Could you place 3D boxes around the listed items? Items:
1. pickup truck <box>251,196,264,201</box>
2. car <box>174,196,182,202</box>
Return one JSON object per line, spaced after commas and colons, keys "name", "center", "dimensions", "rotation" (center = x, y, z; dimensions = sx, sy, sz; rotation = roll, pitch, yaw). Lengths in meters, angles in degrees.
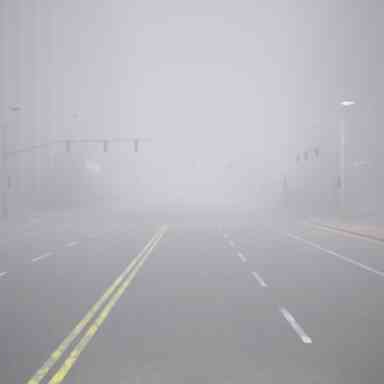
{"name": "pickup truck", "center": [16.610, 1.251, 82.032], "dimensions": [2.390, 2.098, 6.274], "rotation": [0, 0, 31]}
{"name": "car", "center": [-3.512, 1.731, 82.398], "dimensions": [2.033, 1.411, 5.357], "rotation": [0, 0, 0]}
